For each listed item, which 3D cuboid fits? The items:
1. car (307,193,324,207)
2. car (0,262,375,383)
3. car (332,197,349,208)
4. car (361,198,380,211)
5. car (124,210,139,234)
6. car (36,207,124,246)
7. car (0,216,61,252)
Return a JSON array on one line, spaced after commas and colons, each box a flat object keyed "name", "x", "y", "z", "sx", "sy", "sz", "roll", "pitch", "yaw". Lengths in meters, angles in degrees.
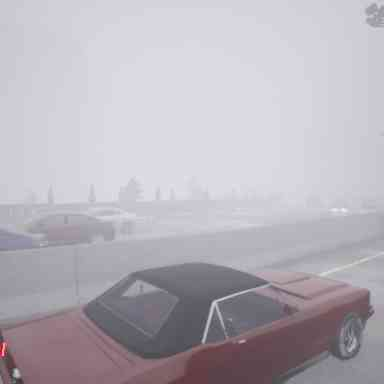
[{"name": "car", "x": 18.724, "y": 1.186, "z": 50.482, "sx": 2.150, "sy": 2.045, "sz": 5.566, "roll": 0, "pitch": 0, "yaw": 23}, {"name": "car", "x": 0.349, "y": 1.605, "z": 4.200, "sx": 4.718, "sy": 1.301, "sz": 1.895, "roll": 0, "pitch": 0, "yaw": -37}, {"name": "car", "x": 20.667, "y": 1.441, "z": 46.333, "sx": 2.128, "sy": 1.511, "sz": 4.902, "roll": 0, "pitch": 0, "yaw": 25}, {"name": "car", "x": 21.905, "y": 1.487, "z": 40.840, "sx": 2.033, "sy": 1.411, "sz": 5.357, "roll": 0, "pitch": 0, "yaw": 28}, {"name": "car", "x": -5.086, "y": 1.570, "z": 18.052, "sx": 4.674, "sy": 1.442, "sz": 1.812, "roll": 0, "pitch": 0, "yaw": -41}, {"name": "car", "x": -5.521, "y": 1.519, "z": 13.205, "sx": 5.008, "sy": 1.535, "sz": 1.882, "roll": 0, "pitch": 0, "yaw": -39}, {"name": "car", "x": -6.064, "y": 1.564, "z": 8.399, "sx": 4.674, "sy": 1.442, "sz": 1.812, "roll": 0, "pitch": 0, "yaw": -37}]
